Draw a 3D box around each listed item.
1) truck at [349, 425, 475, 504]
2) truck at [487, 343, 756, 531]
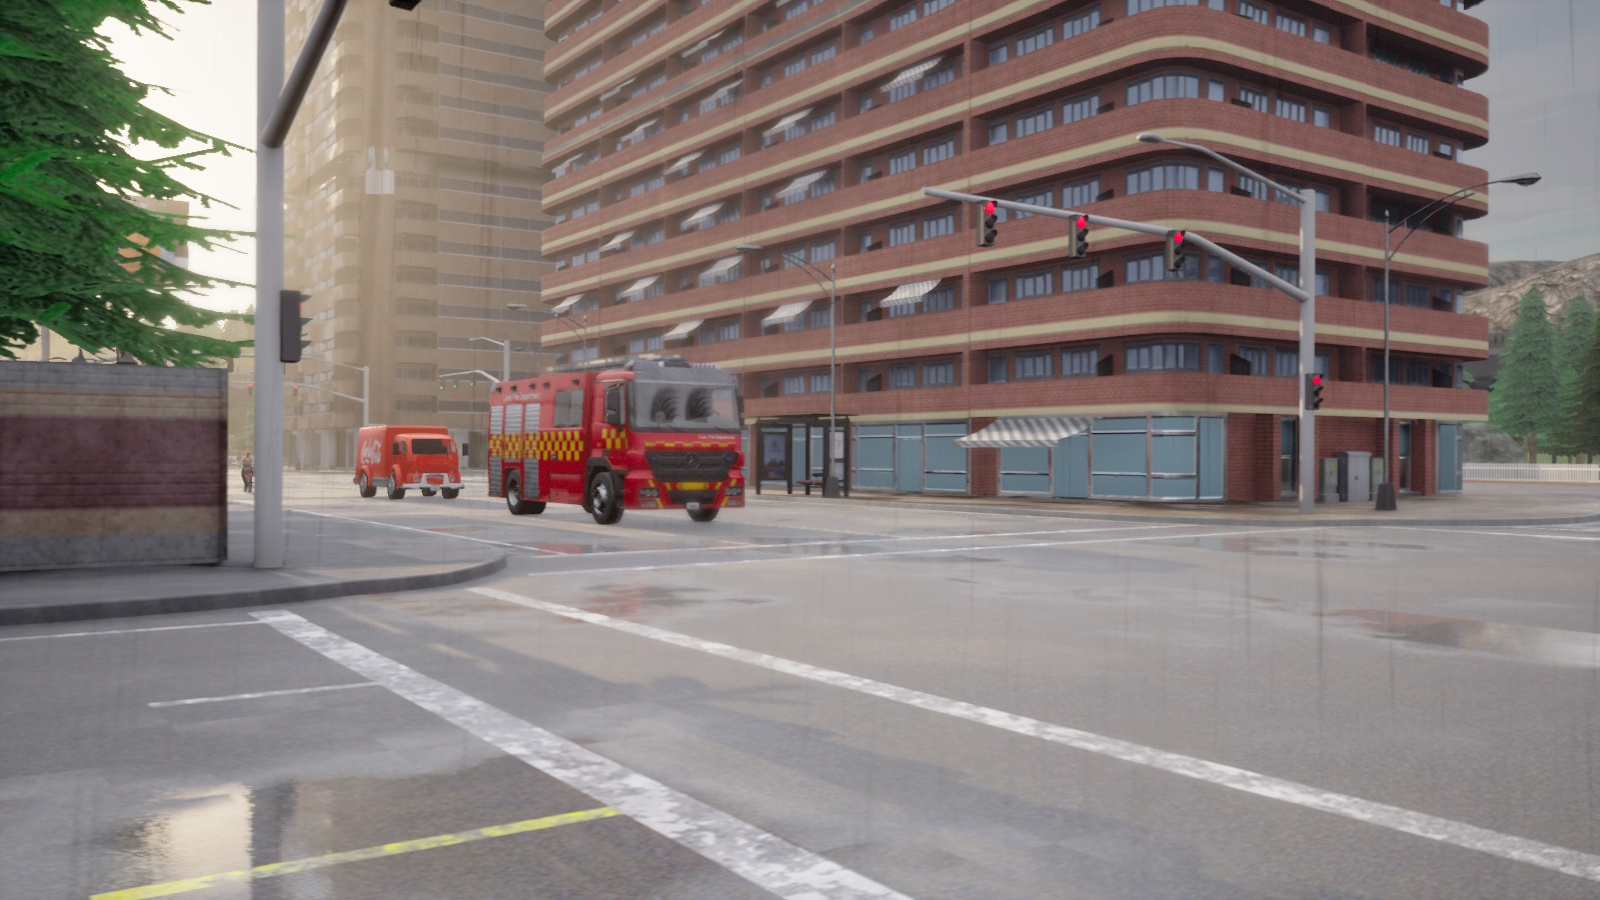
[{"bbox_3d":[-13.222,0.468,42.571,2.627,2.467,5.204,0,0,-34],"label":"truck"},{"bbox_3d":[-4.535,-0.262,29.891,2.891,3.827,8.468,0,0,-34],"label":"truck"}]
